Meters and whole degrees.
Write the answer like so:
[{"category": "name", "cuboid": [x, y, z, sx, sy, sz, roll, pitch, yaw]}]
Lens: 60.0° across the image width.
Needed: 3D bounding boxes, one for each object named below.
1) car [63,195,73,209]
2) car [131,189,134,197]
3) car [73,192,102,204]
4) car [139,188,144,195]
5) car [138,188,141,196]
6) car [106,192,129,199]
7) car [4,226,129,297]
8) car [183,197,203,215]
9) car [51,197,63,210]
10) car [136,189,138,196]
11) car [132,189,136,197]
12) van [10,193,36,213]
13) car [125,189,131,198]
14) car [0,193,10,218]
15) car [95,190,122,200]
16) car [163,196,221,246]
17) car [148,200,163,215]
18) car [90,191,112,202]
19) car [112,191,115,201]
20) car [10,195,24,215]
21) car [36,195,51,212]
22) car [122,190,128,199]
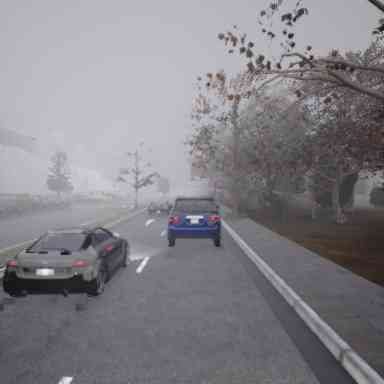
[{"category": "car", "cuboid": [-16.832, 1.239, 39.168, 4.792, 1.488, 2.163, -1, 0, -20]}, {"category": "car", "cuboid": [-16.843, 0.734, 78.193, 4.674, 1.452, 2.002, -1, 1, -20]}, {"category": "car", "cuboid": [-16.827, 1.123, 51.173, 4.792, 1.488, 2.163, -1, 0, -20]}, {"category": "car", "cuboid": [-16.808, 0.350, 93.205, 4.792, 1.488, 2.163, -1, 1, -20]}, {"category": "car", "cuboid": [-16.830, 0.476, 87.189, 5.008, 1.535, 2.097, -1, 2, -20]}, {"category": "car", "cuboid": [-16.868, 0.784, 75.168, 4.792, 1.488, 2.163, -1, 1, -20]}, {"category": "car", "cuboid": [-2.902, 1.546, 8.579, 1.994, 1.385, 4.181, 0, 0, 0]}, {"category": "car", "cuboid": [0.094, 1.284, 32.779, 1.837, 1.490, 4.892, 0, 1, 0]}, {"category": "car", "cuboid": [-16.854, 1.279, 36.149, 4.674, 1.452, 2.002, -1, 1, -20]}, {"category": "car", "cuboid": [-16.841, 0.591, 84.191, 4.674, 1.452, 2.002, -1, 1, -20]}, {"category": "car", "cuboid": [-16.872, 0.497, 81.177, 4.553, 1.767, 2.185, -1, 1, -20]}, {"category": "van", "cuboid": [-16.973, 1.074, 30.140, 4.442, 1.987, 1.878, -1, 1, -20]}, {"category": "car", "cuboid": [-16.872, 0.562, 72.164, 5.566, 2.045, 2.435, -1, 1, -20]}, {"category": "car", "cuboid": [-16.843, 1.104, 24.232, 5.566, 2.045, 2.435, -1, 0, -20]}, {"category": "car", "cuboid": [-16.825, 0.710, 63.185, 5.566, 2.045, 2.435, -1, 0, -20]}, {"category": "car", "cuboid": [0.097, 1.163, 15.173, 2.150, 2.045, 5.566, 0, 0, 0]}, {"category": "car", "cuboid": [-2.906, 1.395, 31.137, 1.895, 1.301, 4.718, 0, 1, 0]}, {"category": "car", "cuboid": [-17.022, 1.032, 57.096, 5.366, 1.575, 1.946, -1, 1, -20]}, {"category": "car", "cuboid": [-16.853, 1.037, 60.169, 4.674, 1.452, 2.002, -1, 0, -20]}, {"category": "car", "cuboid": [-16.857, 1.327, 27.202, 4.892, 1.521, 2.231, -1, 1, -20]}, {"category": "car", "cuboid": [-16.832, 1.142, 33.176, 4.553, 1.767, 2.185, -1, 1, -20]}, {"category": "car", "cuboid": [-16.673, 0.860, 69.242, 5.366, 1.575, 1.946, -1, 1, -20]}]
